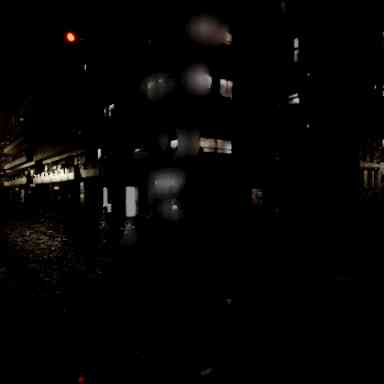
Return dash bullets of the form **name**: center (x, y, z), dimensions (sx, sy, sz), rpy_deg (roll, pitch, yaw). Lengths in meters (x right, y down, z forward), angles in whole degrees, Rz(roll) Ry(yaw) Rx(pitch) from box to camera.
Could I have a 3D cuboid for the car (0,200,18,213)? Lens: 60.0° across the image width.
- **car**: center (-19.372, 1.456, 34.873), dimensions (1.802, 1.307, 4.206), rpy_deg (0, 0, -36)
